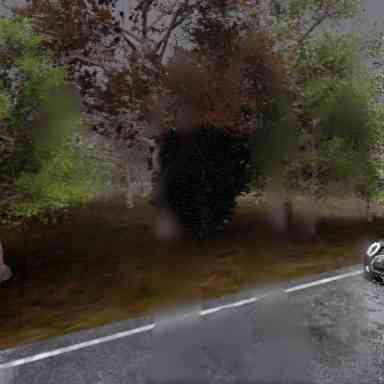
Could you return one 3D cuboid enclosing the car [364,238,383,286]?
[{"bbox_3d":[6.292,1.292,8.231,4.553,1.767,2.097,-2,1,-33],"label":"car"}]
